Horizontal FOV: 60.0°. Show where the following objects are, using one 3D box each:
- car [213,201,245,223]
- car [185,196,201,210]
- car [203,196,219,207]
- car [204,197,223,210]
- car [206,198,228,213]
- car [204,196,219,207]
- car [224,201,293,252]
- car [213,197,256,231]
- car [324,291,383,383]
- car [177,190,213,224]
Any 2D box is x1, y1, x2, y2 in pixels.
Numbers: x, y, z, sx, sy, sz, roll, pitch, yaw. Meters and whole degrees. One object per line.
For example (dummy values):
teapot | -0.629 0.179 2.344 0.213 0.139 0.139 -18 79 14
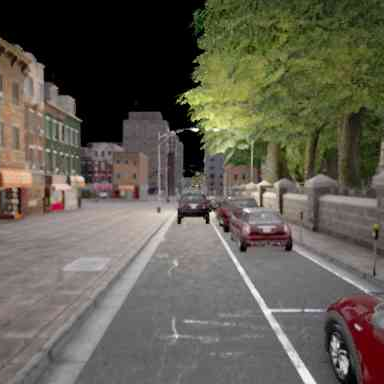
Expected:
car | 2.623 1.431 24.441 1.802 1.307 4.206 -1 0 0
car | 0.100 1.282 41.259 1.837 1.490 4.892 0 1 0
car | 2.648 1.303 47.927 2.008 1.369 4.403 -1 0 0
car | 2.621 1.329 40.792 2.008 1.369 4.403 -1 0 0
car | 2.622 1.365 35.341 1.947 1.339 4.313 -1 0 0
car | 2.672 1.285 45.953 1.752 1.417 4.829 -1 0 0
car | 2.620 1.350 13.540 1.967 1.590 4.097 -1 0 0
car | 2.617 1.193 18.990 2.192 1.841 5.009 -1 0 0
car | 2.621 1.421 2.640 1.967 1.590 4.097 -1 0 0
car | 0.100 1.071 23.758 2.150 2.045 5.566 0 0 0
